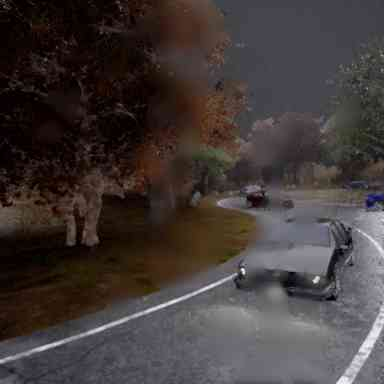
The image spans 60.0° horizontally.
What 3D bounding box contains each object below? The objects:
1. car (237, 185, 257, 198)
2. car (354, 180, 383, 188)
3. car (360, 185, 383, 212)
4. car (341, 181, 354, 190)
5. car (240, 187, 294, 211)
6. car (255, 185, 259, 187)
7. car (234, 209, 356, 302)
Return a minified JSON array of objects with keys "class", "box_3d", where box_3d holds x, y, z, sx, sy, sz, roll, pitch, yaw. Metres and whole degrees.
[{"class":"car","box_3d":[8.245,-0.183,47.342,2.097,1.767,4.553,-1,2,37]},{"class":"car","box_3d":[29.322,-1.178,53.311,4.902,1.511,2.128,-1,2,11]},{"class":"car","box_3d":[14.133,0.477,21.797,5.008,1.535,1.882,-1,3,43]},{"class":"car","box_3d":[28.064,-1.263,56.699,5.008,1.535,1.882,-2,2,6]},{"class":"car","box_3d":[6.274,0.653,27.393,1.882,1.535,5.008,-4,2,-20]},{"class":"car","box_3d":[10.505,0.003,44.972,1.994,1.385,4.181,-2,2,34]},{"class":"car","box_3d":[2.931,1.393,8.373,2.033,1.411,5.357,-1,1,32]}]
